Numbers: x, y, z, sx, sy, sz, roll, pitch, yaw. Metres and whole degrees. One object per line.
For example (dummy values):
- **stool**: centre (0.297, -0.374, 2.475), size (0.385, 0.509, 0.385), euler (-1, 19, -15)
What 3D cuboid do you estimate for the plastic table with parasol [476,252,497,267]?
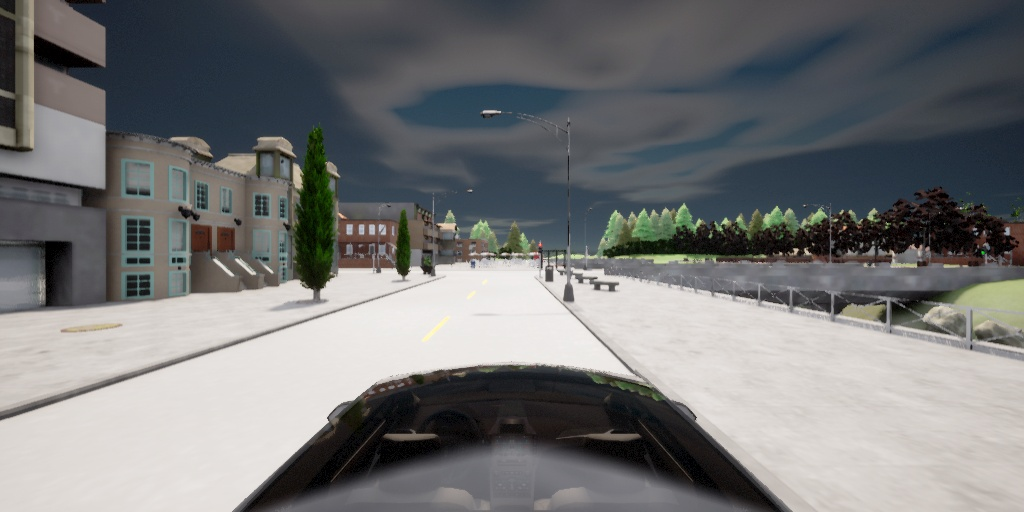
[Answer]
- **plastic table with parasol**: centre (-4.241, 0.639, 60.690), size (2.482, 2.480, 2.482), euler (0, 0, 0)

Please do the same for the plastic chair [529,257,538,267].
- **plastic chair**: centre (3.439, 1.243, 58.670), size (0.750, 1.272, 0.730), euler (0, 0, 0)

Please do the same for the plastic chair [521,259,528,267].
- **plastic chair**: centre (2.239, 1.243, 59.970), size (0.730, 1.272, 0.750), euler (0, 0, 0)

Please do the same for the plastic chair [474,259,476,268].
- **plastic chair**: centre (-5.561, 1.243, 60.770), size (0.730, 1.272, 0.750), euler (0, 0, 0)

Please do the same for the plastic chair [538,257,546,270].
- **plastic chair**: centre (4.839, 1.244, 59.771), size (0.730, 1.272, 0.750), euler (0, 0, 0)

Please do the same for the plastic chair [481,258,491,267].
- **plastic chair**: centre (-4.361, 1.242, 59.470), size (0.750, 1.272, 0.730), euler (0, 0, 0)

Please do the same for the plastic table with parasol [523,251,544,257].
- **plastic table with parasol**: centre (3.579, 0.639, 59.940), size (2.482, 2.480, 2.482), euler (0, 0, 0)

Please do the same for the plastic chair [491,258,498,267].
- **plastic chair**: centre (-2.961, 1.243, 60.570), size (0.730, 1.272, 0.750), euler (0, 0, 0)
